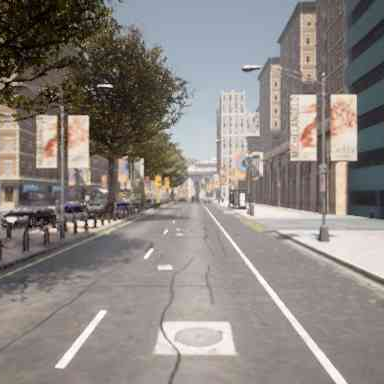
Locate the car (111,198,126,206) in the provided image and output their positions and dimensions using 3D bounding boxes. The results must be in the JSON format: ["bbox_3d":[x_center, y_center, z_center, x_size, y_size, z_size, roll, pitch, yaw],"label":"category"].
[{"bbox_3d":[-14.385,1.946,65.424,1.837,1.490,4.892,0,-1,1],"label":"car"}]

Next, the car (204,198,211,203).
[{"bbox_3d":[4.125,2.199,89.526,1.895,1.301,4.718,0,0,0],"label":"car"}]

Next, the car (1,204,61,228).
[{"bbox_3d":[-11.378,1.648,23.405,2.128,1.511,4.902,0,0,1],"label":"car"}]

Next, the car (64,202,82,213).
[{"bbox_3d":[-14.712,1.870,40.324,1.895,1.301,4.718,0,0,1],"label":"car"}]

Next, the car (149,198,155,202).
[{"bbox_3d":[-10.669,2.159,85.123,1.895,1.301,4.718,0,0,1],"label":"car"}]

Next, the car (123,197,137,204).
[{"bbox_3d":[-14.254,2.038,76.493,2.128,1.511,4.902,0,0,1],"label":"car"}]

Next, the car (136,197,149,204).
[{"bbox_3d":[-10.823,1.822,69.541,2.097,1.767,4.553,0,0,1],"label":"car"}]

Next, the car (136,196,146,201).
[{"bbox_3d":[-14.105,1.782,91.611,1.994,1.385,4.181,0,0,1],"label":"car"}]

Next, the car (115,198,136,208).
[{"bbox_3d":[-11.059,1.968,54.700,1.895,1.301,4.718,0,0,1],"label":"car"}]

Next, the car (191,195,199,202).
[{"bbox_3d":[0.903,1.848,92.384,2.150,2.045,5.566,0,0,1],"label":"car"}]

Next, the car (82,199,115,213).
[{"bbox_3d":[-11.211,1.624,40.353,2.097,1.767,4.553,0,-1,1],"label":"car"}]
